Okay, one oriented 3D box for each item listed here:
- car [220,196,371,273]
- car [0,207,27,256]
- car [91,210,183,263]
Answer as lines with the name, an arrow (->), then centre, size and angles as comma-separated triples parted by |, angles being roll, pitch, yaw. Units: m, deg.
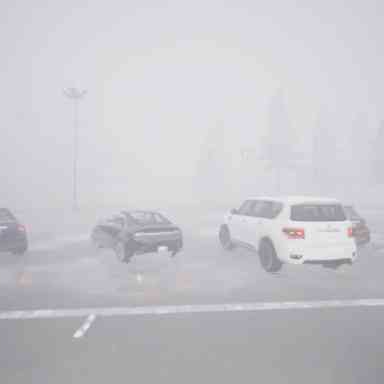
car -> 2.657, 1.130, 10.665 | 2.150, 2.045, 5.566 | 0, 1, -14
car -> -7.723, 1.251, 11.512 | 4.553, 1.767, 2.097 | 0, 1, 37
car -> -2.087, 1.391, 11.669 | 2.128, 1.511, 4.902 | 0, 0, -31
